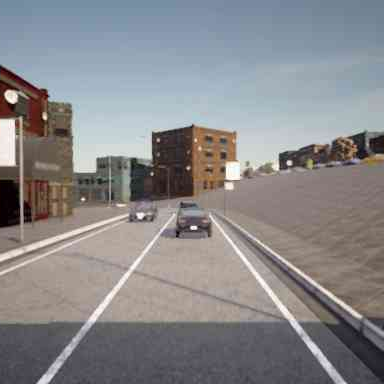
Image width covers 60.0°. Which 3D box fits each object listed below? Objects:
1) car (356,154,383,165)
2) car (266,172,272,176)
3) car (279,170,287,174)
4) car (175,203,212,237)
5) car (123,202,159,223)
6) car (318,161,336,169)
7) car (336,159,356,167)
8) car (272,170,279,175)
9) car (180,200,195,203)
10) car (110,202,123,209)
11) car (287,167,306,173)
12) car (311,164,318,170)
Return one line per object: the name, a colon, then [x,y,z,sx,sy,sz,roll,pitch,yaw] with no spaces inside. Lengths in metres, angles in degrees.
car: [22.435,-3.764,39.864,2.097,1.535,5.008,0,1,-4]
car: [21.107,-4.489,84.082,2.185,1.767,4.553,0,1,-1]
car: [21.354,-4.196,72.890,2.002,1.452,4.674,0,1,-1]
car: [0.081,1.523,17.946,1.812,1.442,4.674,0,0,0]
car: [-3.667,1.522,25.900,2.128,1.511,4.902,0,0,-1]
car: [21.846,-3.962,50.943,2.231,1.521,4.892,0,1,-1]
car: [22.081,-3.825,45.401,2.002,1.452,4.674,0,1,-3]
car: [21.228,-4.428,78.563,2.185,1.767,4.553,0,1,-1]
car: [-0.543,1.647,38.402,1.882,1.535,5.008,0,-1,-6]
car: [-14.452,2.664,65.210,1.895,1.301,4.718,-1,-2,-35]
car: [21.475,-4.298,67.397,2.185,1.767,4.553,0,1,-1]
car: [21.716,-4.041,56.460,2.231,1.521,4.892,0,1,-1]
